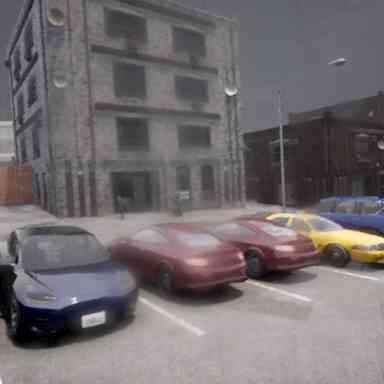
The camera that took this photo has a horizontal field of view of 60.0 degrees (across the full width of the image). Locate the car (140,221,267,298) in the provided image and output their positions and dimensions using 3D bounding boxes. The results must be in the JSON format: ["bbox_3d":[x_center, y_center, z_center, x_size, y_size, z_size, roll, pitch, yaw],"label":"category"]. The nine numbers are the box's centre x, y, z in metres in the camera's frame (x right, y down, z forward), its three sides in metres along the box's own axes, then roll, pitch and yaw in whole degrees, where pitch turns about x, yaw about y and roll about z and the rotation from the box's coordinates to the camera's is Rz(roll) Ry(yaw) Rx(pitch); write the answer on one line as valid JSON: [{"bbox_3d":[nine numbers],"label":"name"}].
[{"bbox_3d":[-0.600,1.510,8.570,2.002,1.452,4.674,0,0,-35],"label":"car"}]

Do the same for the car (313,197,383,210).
[{"bbox_3d":[6.097,1.200,13.383,2.435,2.045,5.566,0,0,-35],"label":"car"}]

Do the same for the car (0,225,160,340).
[{"bbox_3d":[-2.857,1.506,6.930,2.163,1.488,4.792,0,0,-35],"label":"car"}]

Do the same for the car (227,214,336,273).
[{"bbox_3d":[1.571,1.504,10.119,2.002,1.452,4.674,0,0,-35],"label":"car"}]

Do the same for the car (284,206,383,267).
[{"bbox_3d":[4.052,1.454,11.663,1.946,1.575,5.366,0,0,-35],"label":"car"}]
